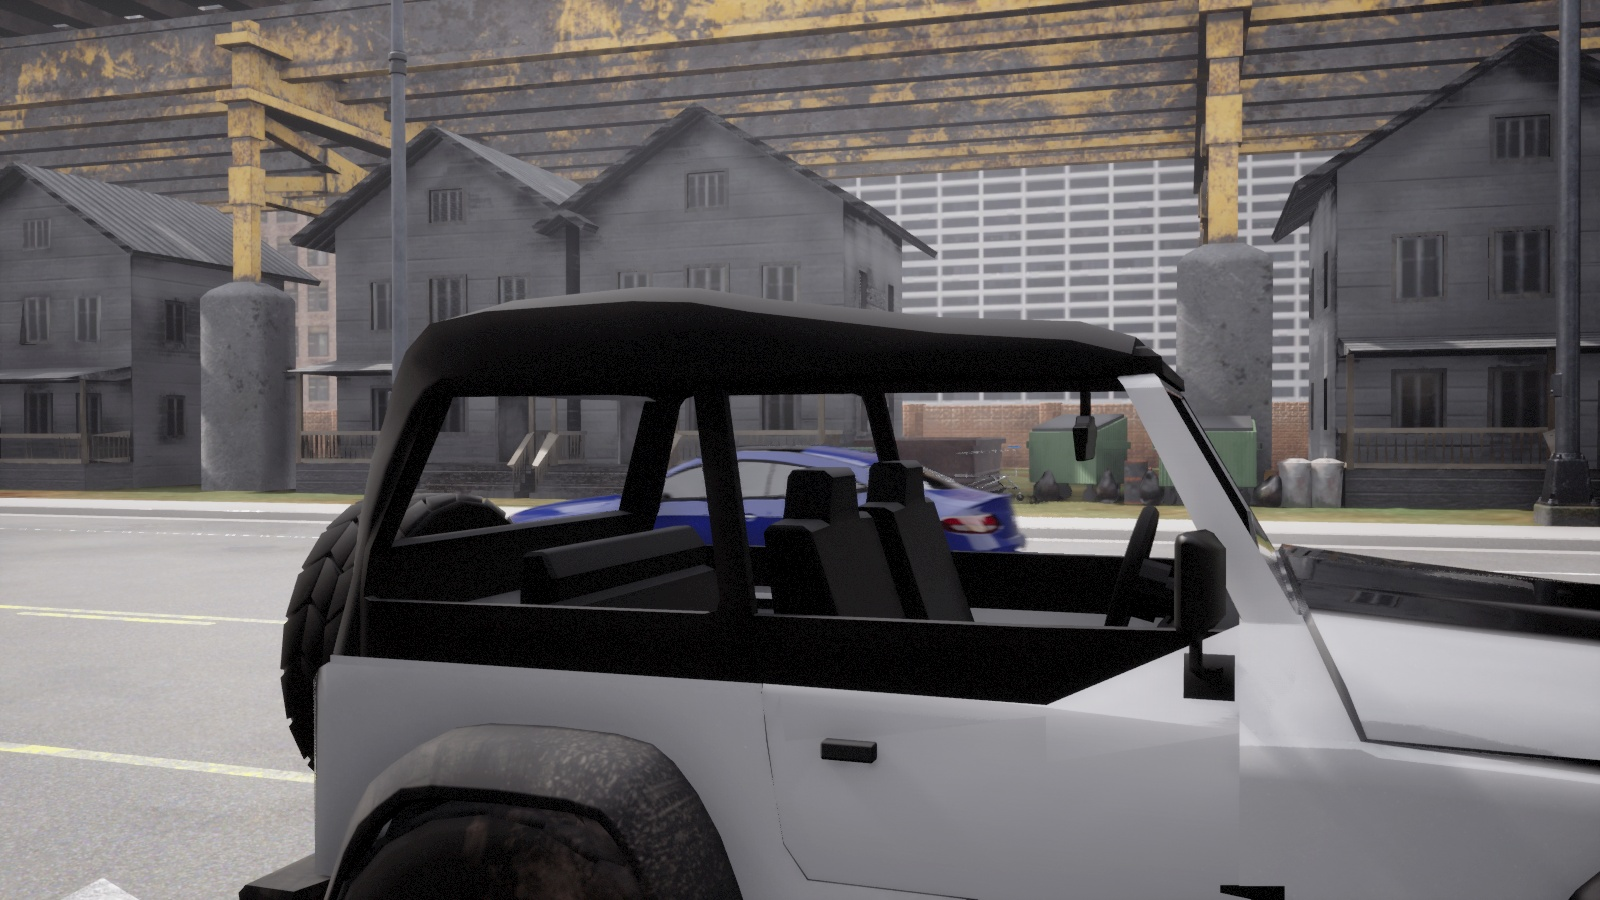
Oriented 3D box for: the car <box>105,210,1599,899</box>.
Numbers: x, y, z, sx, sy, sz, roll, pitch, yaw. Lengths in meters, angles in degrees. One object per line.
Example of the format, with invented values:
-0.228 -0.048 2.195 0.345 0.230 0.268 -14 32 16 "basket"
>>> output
0.641 0.577 2.981 3.866 1.878 1.905 1 1 19 "car"
